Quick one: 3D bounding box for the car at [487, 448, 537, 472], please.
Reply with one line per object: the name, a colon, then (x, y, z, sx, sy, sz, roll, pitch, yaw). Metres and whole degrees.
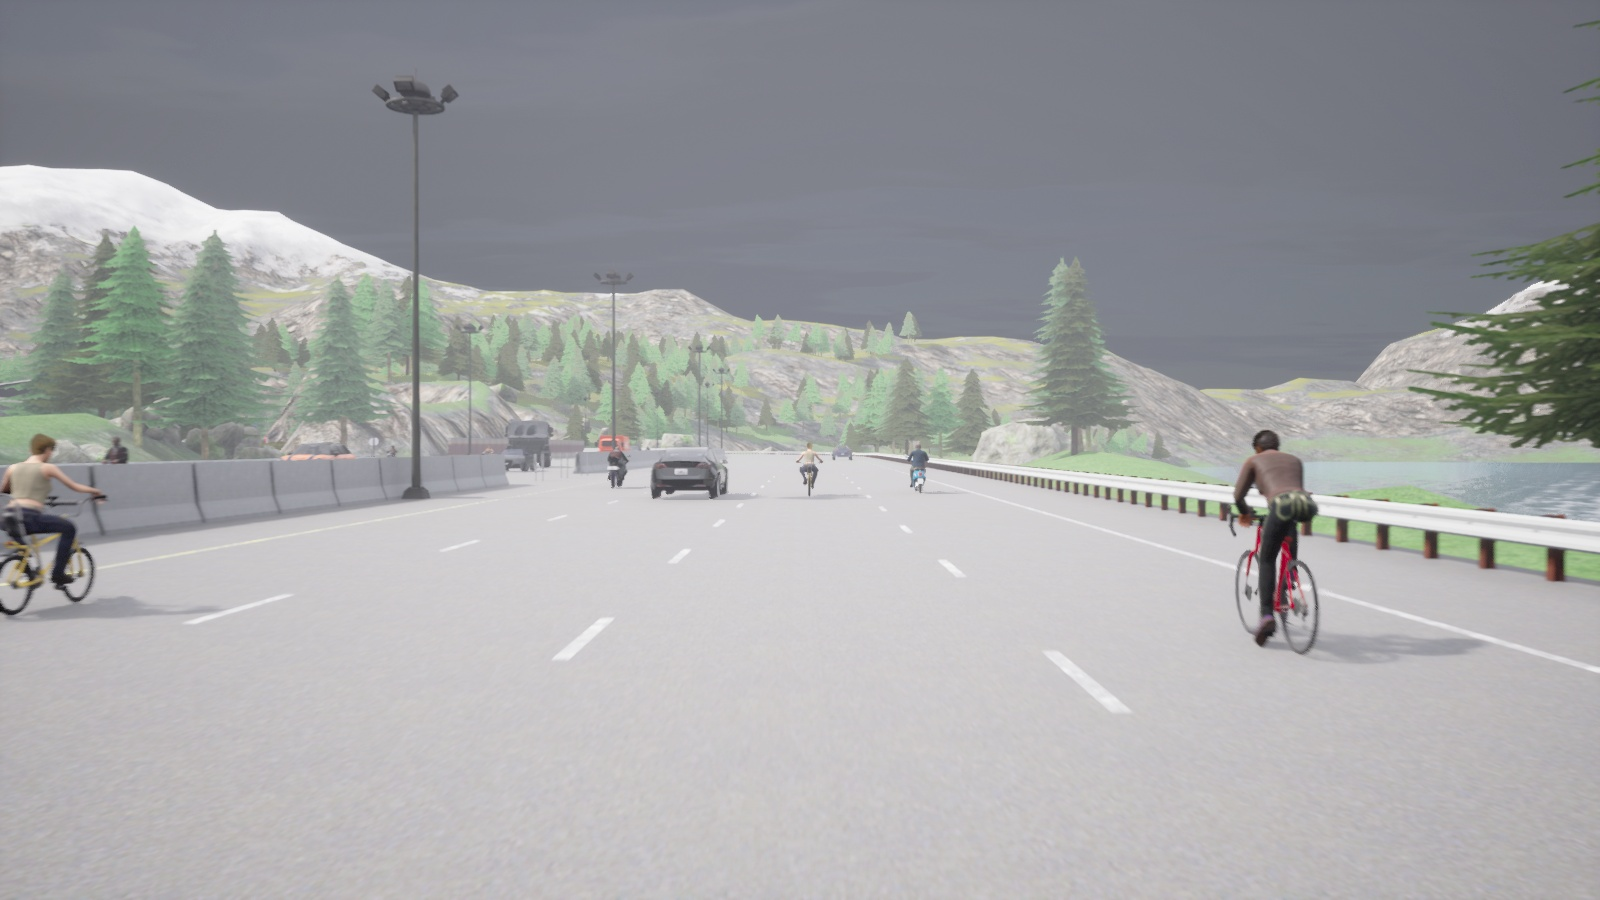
car: (-16.905, 0.583, 73.886, 1.994, 1.385, 4.181, 0, 0, 0)

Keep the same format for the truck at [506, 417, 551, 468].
truck: (-19.504, -0.511, 90.624, 2.891, 3.462, 7.936, 0, 0, -10)

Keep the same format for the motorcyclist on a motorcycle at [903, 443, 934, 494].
motorcyclist on a motorcycle: (3.811, 0.587, 40.552, 0.866, 1.590, 1.817, 0, 0, 0)

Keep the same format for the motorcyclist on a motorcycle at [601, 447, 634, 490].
motorcyclist on a motorcycle: (-6.645, 0.645, 45.710, 0.866, 1.530, 2.191, 0, 0, 0)

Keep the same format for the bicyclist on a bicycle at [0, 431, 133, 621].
bicyclist on a bicycle: (-6.922, 0.645, 11.442, 0.866, 1.612, 1.509, 0, 0, 1)

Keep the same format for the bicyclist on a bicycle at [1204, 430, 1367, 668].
bicyclist on a bicycle: (3.569, 0.676, 9.366, 0.582, 1.620, 1.656, 0, 0, 0)

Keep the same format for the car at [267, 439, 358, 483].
car: (-20.581, 0.435, 53.226, 2.097, 1.767, 4.553, 0, 0, 0)

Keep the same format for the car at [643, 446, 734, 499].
car: (-3.271, 0.635, 37.802, 2.163, 1.488, 4.792, 0, 0, 2)
